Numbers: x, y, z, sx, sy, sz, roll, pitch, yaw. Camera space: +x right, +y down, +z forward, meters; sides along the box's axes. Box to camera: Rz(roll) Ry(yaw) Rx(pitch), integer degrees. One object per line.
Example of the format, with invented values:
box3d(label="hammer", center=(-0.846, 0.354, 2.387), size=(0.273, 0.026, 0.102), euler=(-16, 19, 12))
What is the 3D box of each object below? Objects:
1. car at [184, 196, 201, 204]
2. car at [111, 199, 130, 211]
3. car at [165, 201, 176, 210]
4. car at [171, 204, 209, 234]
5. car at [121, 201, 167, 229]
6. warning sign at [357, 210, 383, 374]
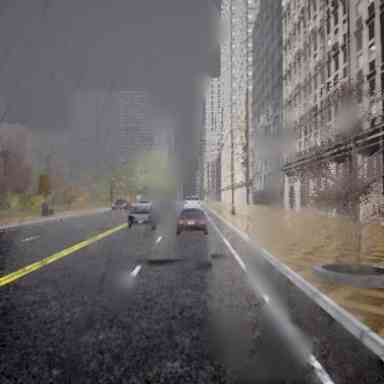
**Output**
box3d(label="car", center=(0.075, 1.570, 45.558), size=(2.150, 2.045, 5.566), euler=(0, 0, 0))
box3d(label="car", center=(-9.843, 1.709, 46.630), size=(2.097, 1.767, 4.553), euler=(0, -1, 0))
box3d(label="car", center=(-3.175, 1.857, 43.947), size=(1.812, 1.442, 4.674), euler=(0, 0, 0))
box3d(label="car", center=(0.032, 1.680, 20.037), size=(2.033, 1.411, 5.357), euler=(0, 0, 1))
box3d(label="car", center=(-3.163, 1.646, 22.849), size=(2.128, 1.511, 4.902), euler=(0, 0, 0))
box3d(label="warning sign", center=(2.825, 1.138, 3.779), size=(1.300, 1.860, 1.060), euler=(-1, -2, 0))
